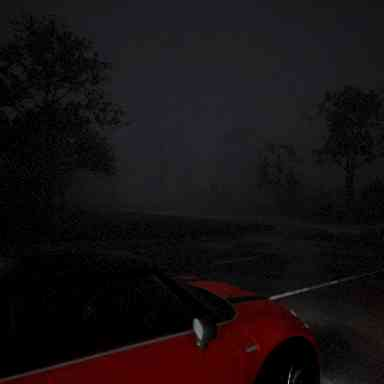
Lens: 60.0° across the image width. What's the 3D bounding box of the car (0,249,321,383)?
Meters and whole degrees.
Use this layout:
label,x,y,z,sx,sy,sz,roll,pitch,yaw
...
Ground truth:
label,x,y,z,sx,sy,sz,roll,pitch,yaw
car,-0.818,1.363,3.140,4.553,1.767,2.097,1,-1,-35
